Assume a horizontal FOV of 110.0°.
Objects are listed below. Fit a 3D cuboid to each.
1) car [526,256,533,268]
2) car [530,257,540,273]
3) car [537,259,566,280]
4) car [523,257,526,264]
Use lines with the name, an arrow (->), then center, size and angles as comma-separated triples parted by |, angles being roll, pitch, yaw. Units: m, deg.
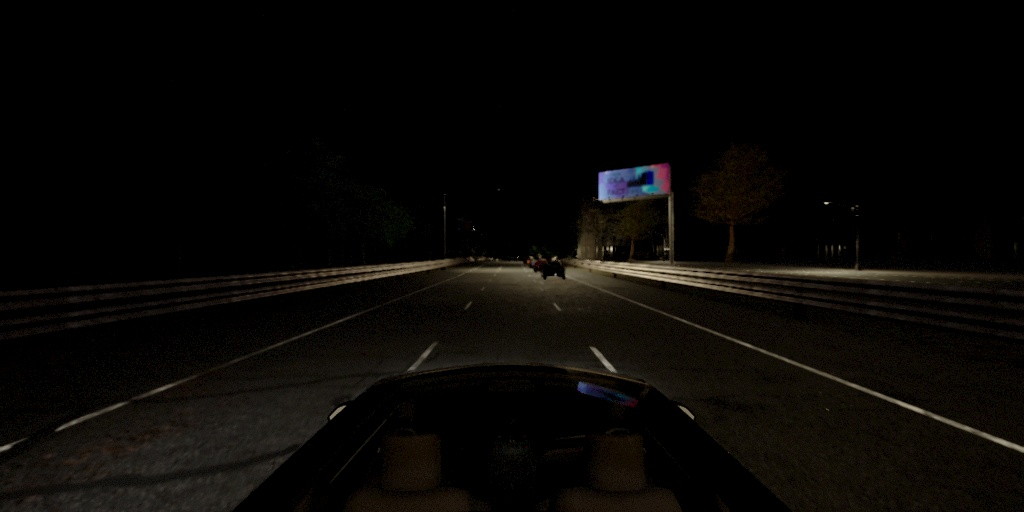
car -> 3.509, 0.991, 53.201 | 2.033, 1.649, 4.856 | 0, 1, 0
car -> 3.508, 1.175, 42.194 | 1.812, 1.442, 4.674 | 0, 0, 0
car -> 3.505, 1.212, 31.198 | 1.837, 1.490, 4.892 | 0, 0, 0
car -> 3.512, 0.927, 64.385 | 1.801, 1.575, 5.366 | 0, 0, 0
